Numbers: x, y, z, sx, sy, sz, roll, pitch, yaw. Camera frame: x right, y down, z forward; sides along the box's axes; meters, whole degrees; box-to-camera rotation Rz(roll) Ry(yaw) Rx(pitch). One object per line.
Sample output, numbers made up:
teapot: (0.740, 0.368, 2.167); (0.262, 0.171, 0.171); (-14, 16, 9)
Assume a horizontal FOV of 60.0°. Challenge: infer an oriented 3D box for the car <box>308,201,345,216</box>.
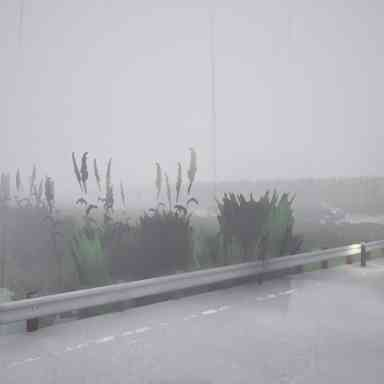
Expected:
car: (10.859, 1.572, 29.002); (2.097, 1.767, 4.553); (-1, 1, -43)
